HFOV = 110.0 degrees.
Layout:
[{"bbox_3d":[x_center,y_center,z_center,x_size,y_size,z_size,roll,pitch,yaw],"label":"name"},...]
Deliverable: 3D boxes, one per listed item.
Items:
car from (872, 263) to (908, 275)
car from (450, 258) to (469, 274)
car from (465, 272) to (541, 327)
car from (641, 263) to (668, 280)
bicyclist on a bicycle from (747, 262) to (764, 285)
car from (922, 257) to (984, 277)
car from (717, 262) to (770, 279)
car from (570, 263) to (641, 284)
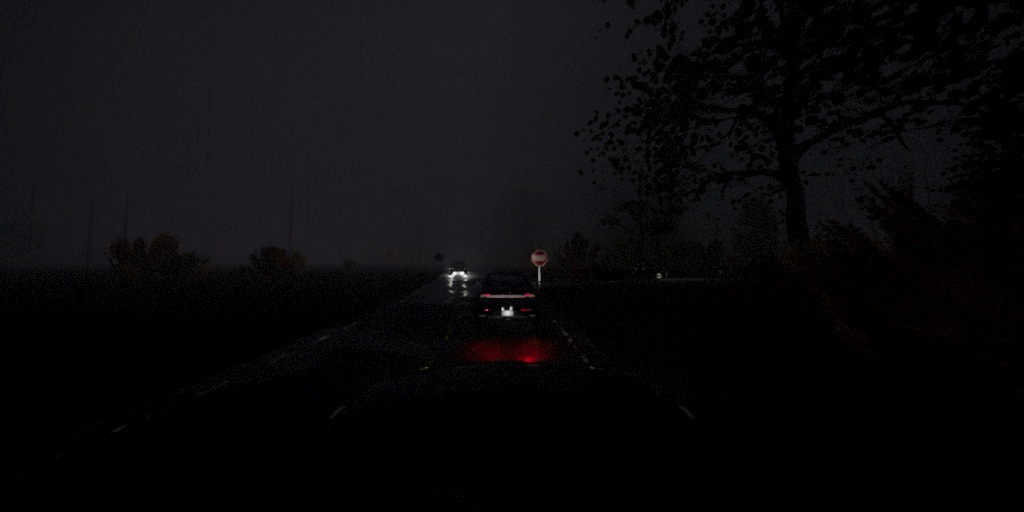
[{"bbox_3d":[37.167,1.401,35.715,5.357,1.411,2.033,0,0,-9],"label":"car"},{"bbox_3d":[-6.121,1.310,41.471,1.837,1.490,4.892,0,0,-8],"label":"car"},{"bbox_3d":[-0.182,1.256,11.640,2.128,1.511,4.902,0,0,-2],"label":"car"},{"bbox_3d":[11.074,1.320,31.345,4.892,1.490,1.837,0,0,-10],"label":"car"},{"bbox_3d":[17.754,1.257,26.034,0.582,1.620,1.656,0,0,-10],"label":"bicyclist on a bicycle"},{"bbox_3d":[40.808,1.068,33.176,5.566,2.045,2.150,0,0,-9],"label":"car"},{"bbox_3d":[21.436,1.323,33.092,4.902,1.511,2.128,0,0,-10],"label":"car"},{"bbox_3d":[6.916,1.274,27.450,5.008,1.535,1.882,0,-1,-14],"label":"car"}]
